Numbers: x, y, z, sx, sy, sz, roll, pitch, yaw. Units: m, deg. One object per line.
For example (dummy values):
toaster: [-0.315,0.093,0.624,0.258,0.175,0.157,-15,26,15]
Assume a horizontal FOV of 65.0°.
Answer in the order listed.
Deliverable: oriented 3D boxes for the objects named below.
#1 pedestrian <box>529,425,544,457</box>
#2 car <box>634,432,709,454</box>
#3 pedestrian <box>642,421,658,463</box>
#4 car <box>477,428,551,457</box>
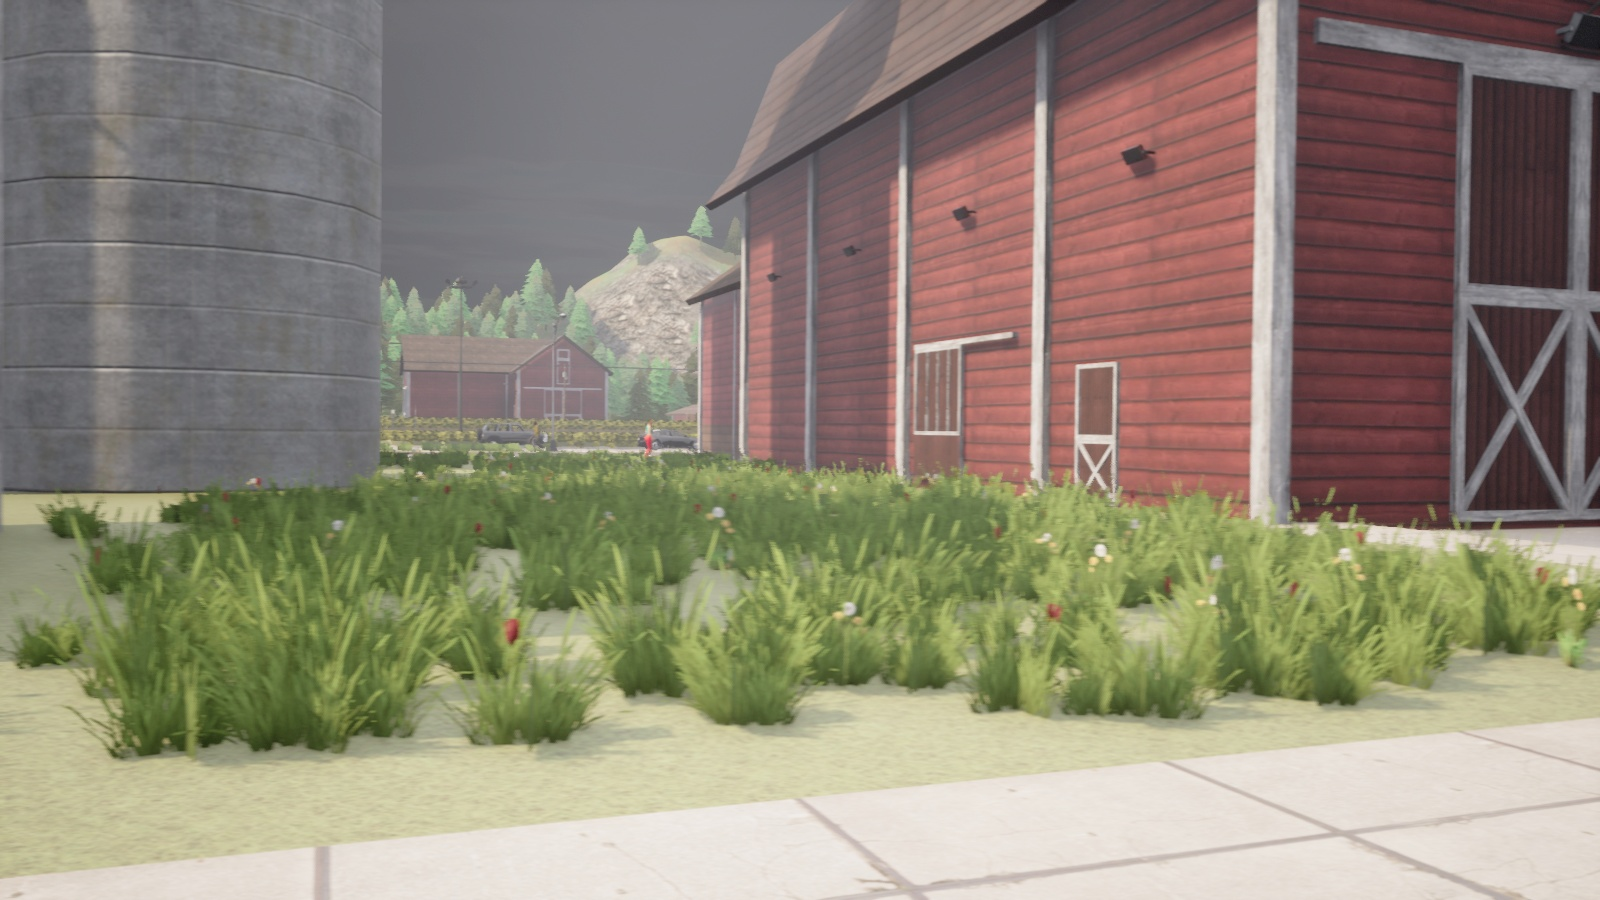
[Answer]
pedestrian: [-14.859,-0.513,70.908,0.726,1.835,0.370,-1,1,-26]
car: [-8.924,-0.500,87.349,4.792,1.488,2.163,-1,1,-20]
pedestrian: [-6.614,-0.347,55.252,0.594,1.836,0.345,-1,1,-21]
car: [-19.045,-0.513,83.581,4.605,1.855,1.932,-1,1,-20]
